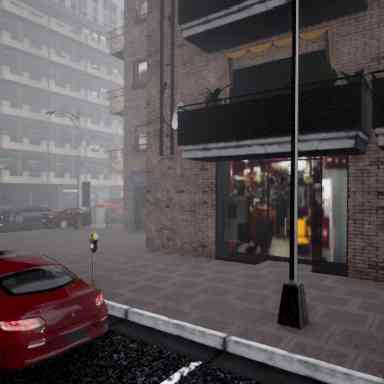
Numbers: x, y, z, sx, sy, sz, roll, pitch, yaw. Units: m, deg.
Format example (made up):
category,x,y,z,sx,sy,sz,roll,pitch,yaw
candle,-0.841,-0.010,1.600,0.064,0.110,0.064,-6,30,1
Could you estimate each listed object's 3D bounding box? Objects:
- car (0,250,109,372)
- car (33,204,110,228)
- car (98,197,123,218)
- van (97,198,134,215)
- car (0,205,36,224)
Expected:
category,x,y,z,sx,sy,sz,roll,pitch,yaw
car,-3.082,1.584,5.199,4.206,1.307,1.802,0,0,36
car,-8.465,1.764,23.694,1.887,1.381,4.507,0,-1,36
car,-7.770,1.496,34.605,2.150,2.045,5.566,1,0,36
van,-8.646,1.618,37.813,1.690,1.788,3.998,0,-1,36
car,-13.249,1.738,26.969,1.994,1.385,4.181,1,0,36
